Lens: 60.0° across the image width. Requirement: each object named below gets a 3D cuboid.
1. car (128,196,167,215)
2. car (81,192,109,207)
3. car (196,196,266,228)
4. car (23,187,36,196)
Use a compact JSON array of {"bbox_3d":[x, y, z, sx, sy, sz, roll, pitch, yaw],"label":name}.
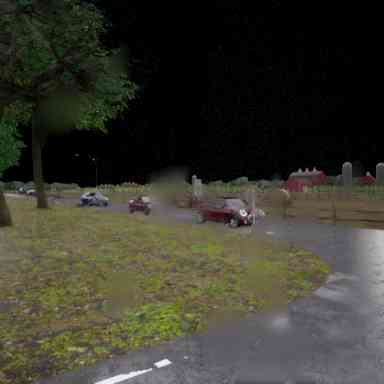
[{"bbox_3d":[-3.974,1.121,28.900,1.812,1.442,4.674,-1,2,-36],"label":"car"},{"bbox_3d":[-11.546,0.759,39.371,2.097,1.767,4.553,-1,1,-36],"label":"car"},{"bbox_3d":[2.309,1.120,20.310,2.097,1.767,4.553,-1,2,-38],"label":"car"},{"bbox_3d":[-40.873,0.230,84.805,1.882,1.535,5.008,-1,1,-36],"label":"car"}]
